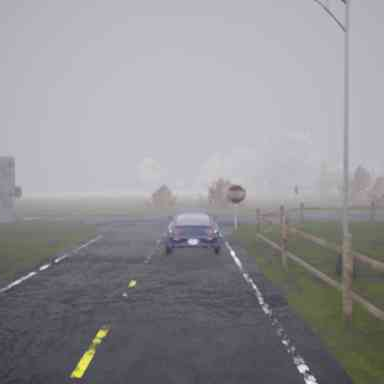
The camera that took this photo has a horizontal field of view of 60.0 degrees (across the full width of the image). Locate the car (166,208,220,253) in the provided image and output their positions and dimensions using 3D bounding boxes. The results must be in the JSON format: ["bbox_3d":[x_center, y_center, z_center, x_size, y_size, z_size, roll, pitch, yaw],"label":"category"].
[{"bbox_3d":[0.020,1.334,12.578,1.812,1.442,4.674,0,1,0],"label":"car"}]
